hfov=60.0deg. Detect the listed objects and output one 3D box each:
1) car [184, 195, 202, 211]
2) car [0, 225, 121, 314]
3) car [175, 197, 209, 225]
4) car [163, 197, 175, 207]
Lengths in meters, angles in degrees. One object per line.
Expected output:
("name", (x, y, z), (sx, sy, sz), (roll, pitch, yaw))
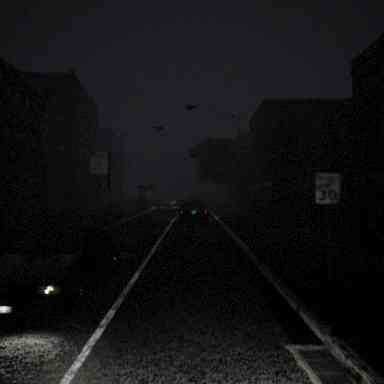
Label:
("car", (0.112, 1.351, 41.720), (2.097, 1.767, 4.553), (0, 0, 0))
("car", (-3.100, 1.551, 8.126), (2.033, 1.411, 5.357), (0, 0, 0))
("car", (0.107, 1.363, 24.035), (2.097, 1.767, 4.553), (0, 0, 0))
("car", (-3.203, 1.482, 49.650), (1.812, 1.442, 4.674), (0, 0, 0))
